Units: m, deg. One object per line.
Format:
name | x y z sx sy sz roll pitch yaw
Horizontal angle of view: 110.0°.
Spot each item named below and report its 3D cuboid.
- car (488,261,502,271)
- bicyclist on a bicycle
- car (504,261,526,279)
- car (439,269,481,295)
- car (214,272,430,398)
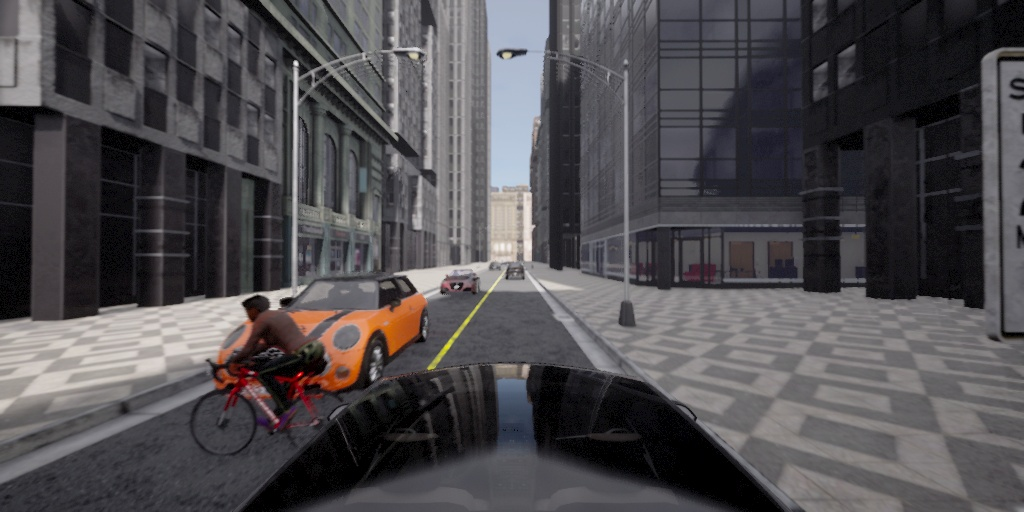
car | -2.695 1.589 56.643 1.837 1.490 4.892 0 0 1
bicyclist on a bicycle | -2.426 1.218 3.617 1.656 1.620 0.582 0 -1 0
car | 0.320 1.502 35.827 1.837 1.490 4.892 0 -2 1
car | -2.953 1.473 21.207 1.994 1.385 4.181 0 0 1
car | -3.072 1.146 6.880 2.097 1.767 4.553 0 -1 0
